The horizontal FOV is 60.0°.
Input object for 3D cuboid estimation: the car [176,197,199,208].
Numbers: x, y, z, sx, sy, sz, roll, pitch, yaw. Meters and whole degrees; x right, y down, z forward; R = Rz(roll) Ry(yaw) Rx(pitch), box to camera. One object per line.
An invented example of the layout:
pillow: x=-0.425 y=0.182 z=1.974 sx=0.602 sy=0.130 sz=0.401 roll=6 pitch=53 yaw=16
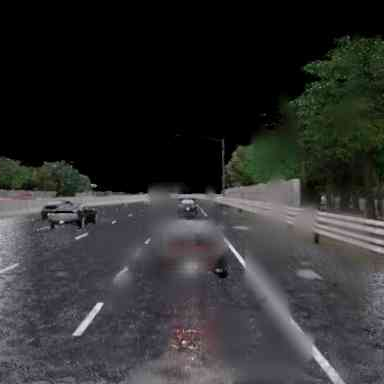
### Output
car: x=-0.429 y=1.400 z=33.455 sx=1.812 sy=1.442 sz=4.674 roll=0 pitch=0 yaw=-1

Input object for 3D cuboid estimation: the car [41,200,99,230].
car: x=-7.218 y=1.440 z=20.733 sx=2.128 sy=1.511 sz=4.902 roll=0 pitch=0 yaw=-1

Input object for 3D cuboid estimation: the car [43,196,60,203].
car: x=-32.763 y=1.724 z=77.456 sx=2.097 sy=1.767 sz=4.553 roll=0 pitch=-1 yaw=-1

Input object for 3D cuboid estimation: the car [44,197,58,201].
car: x=-10.835 y=1.443 z=27.720 sx=1.837 sy=1.490 sz=4.892 roll=0 pitch=0 yaw=-1

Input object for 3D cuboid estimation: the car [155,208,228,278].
car: x=-0.040 y=1.469 z=10.075 sx=1.837 sy=1.490 sz=4.892 roll=0 pitch=0 yaw=-1

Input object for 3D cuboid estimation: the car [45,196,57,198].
car: x=-25.480 y=1.634 z=59.310 sx=2.128 sy=1.511 sz=4.902 roll=0 pitch=-1 yaw=0

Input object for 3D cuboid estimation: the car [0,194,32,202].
car: x=-21.743 y=1.217 z=40.999 sx=2.150 sy=2.045 sz=5.566 roll=0 pitch=0 yaw=-1

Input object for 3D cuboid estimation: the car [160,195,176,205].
car: x=-4.453 y=1.371 z=58.926 sx=2.097 sy=1.767 sz=4.553 roll=0 pitch=-1 yaw=-1
